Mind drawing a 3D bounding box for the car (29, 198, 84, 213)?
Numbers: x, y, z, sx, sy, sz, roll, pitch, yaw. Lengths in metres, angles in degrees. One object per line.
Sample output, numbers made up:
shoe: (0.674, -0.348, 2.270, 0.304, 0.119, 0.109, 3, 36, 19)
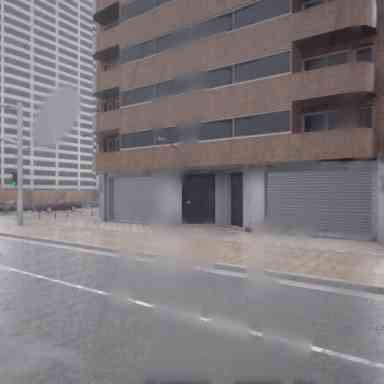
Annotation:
car: (-15.148, 1.478, 37.560, 1.882, 1.535, 5.008, 0, 0, 35)

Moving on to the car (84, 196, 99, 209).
car: (-13.825, 1.564, 45.600, 1.994, 1.385, 4.181, 0, 0, 35)

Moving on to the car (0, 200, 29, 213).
car: (-19.519, 1.547, 37.400, 2.033, 1.411, 5.357, 0, 0, 35)
